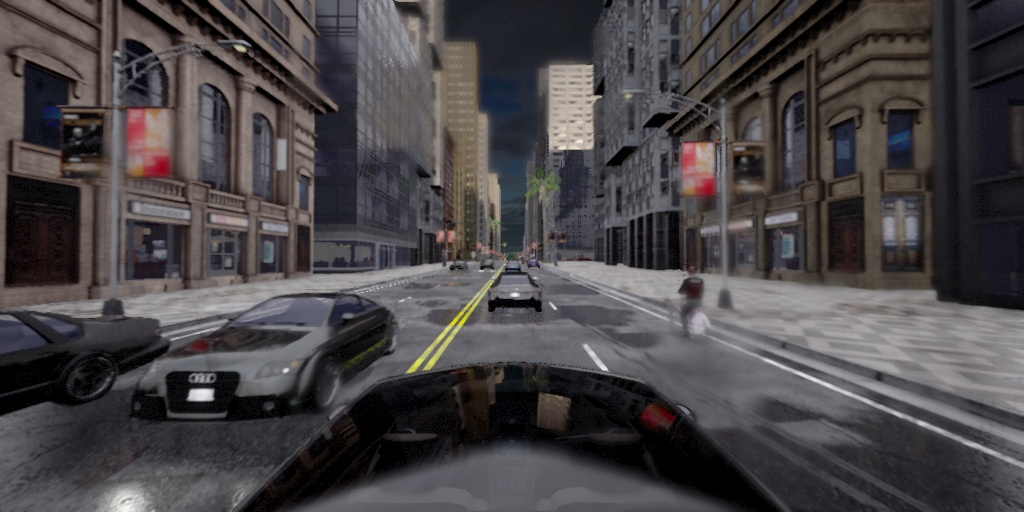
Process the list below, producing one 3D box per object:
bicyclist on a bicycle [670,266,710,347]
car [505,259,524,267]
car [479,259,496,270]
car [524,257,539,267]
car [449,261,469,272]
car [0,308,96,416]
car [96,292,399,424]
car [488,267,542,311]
[{"bbox_3d":[4.146,1.119,8.465,0.659,1.776,1.843,0,0,0],"label":"bicyclist on a bicycle"},{"bbox_3d":[0.106,1.224,44.796,1.994,1.385,4.181,0,0,0],"label":"car"},{"bbox_3d":[-3.312,1.157,48.588,1.837,1.490,4.892,0,0,0],"label":"car"},{"bbox_3d":[3.360,1.163,57.335,1.812,1.442,4.674,0,0,0],"label":"car"},{"bbox_3d":[-6.578,1.260,44.570,1.895,1.301,4.718,0,0,0],"label":"car"},{"bbox_3d":[-6.600,1.295,3.538,2.033,1.411,5.357,0,0,0],"label":"car"},{"bbox_3d":[-3.350,1.312,5.861,1.994,1.385,4.181,0,0,0],"label":"car"},{"bbox_3d":[0.101,1.305,14.342,1.994,1.385,4.181,0,0,0],"label":"car"}]
